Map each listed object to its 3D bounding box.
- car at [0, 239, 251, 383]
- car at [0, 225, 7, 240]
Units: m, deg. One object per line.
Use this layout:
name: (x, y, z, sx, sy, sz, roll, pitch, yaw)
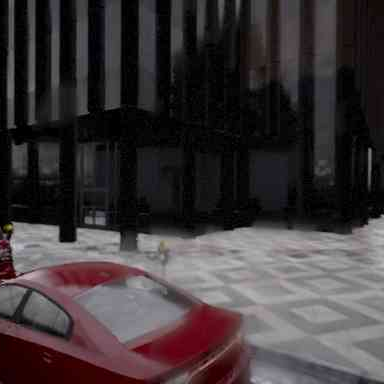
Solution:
car: (-1.530, 1.543, 4.035, 4.507, 1.381, 1.887, 0, 1, 35)
car: (-5.692, 1.325, 6.962, 5.009, 1.841, 2.192, 0, 1, 35)
